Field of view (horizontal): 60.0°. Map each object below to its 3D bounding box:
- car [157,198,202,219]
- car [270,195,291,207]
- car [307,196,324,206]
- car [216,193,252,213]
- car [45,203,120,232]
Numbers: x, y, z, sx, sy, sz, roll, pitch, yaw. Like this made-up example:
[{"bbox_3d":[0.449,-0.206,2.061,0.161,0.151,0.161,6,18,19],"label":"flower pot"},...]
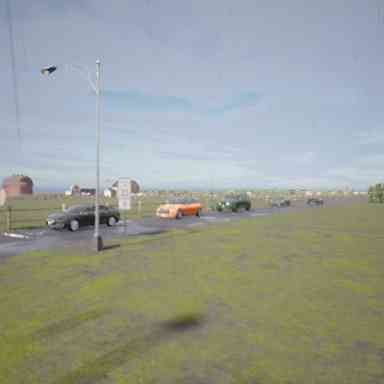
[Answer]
[{"bbox_3d":[-1.042,1.326,28.893,2.097,1.767,4.553,1,0,34],"label":"car"},{"bbox_3d":[13.433,1.316,50.400,2.097,1.767,4.553,1,0,34],"label":"car"},{"bbox_3d":[21.120,1.497,56.785,1.837,1.490,4.892,1,0,34],"label":"car"},{"bbox_3d":[4.852,1.188,37.710,2.150,2.045,5.566,1,0,34],"label":"car"},{"bbox_3d":[-6.593,1.486,20.517,1.837,1.490,4.892,1,0,32],"label":"car"}]
